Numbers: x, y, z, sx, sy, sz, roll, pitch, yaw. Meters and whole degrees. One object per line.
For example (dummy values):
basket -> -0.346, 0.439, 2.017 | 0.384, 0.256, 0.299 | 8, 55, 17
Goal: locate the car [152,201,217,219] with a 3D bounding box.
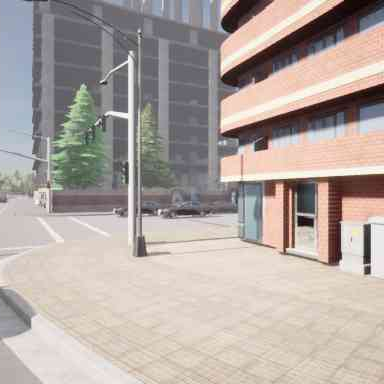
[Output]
car -> -0.644, 1.547, 29.811 | 4.902, 1.511, 2.128 | 0, 0, -27

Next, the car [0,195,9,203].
car -> -37.951, 1.595, 66.027 | 1.895, 1.301, 4.718 | 0, 0, -27

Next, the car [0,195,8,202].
car -> -42.472, 1.500, 74.885 | 1.837, 1.490, 4.892 | 0, 0, -27

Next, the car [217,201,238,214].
car -> 3.016, 1.619, 35.566 | 4.181, 1.385, 1.994 | 0, 0, -27

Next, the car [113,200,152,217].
car -> -4.949, 1.547, 31.568 | 4.902, 1.511, 2.128 | 0, 0, -27
